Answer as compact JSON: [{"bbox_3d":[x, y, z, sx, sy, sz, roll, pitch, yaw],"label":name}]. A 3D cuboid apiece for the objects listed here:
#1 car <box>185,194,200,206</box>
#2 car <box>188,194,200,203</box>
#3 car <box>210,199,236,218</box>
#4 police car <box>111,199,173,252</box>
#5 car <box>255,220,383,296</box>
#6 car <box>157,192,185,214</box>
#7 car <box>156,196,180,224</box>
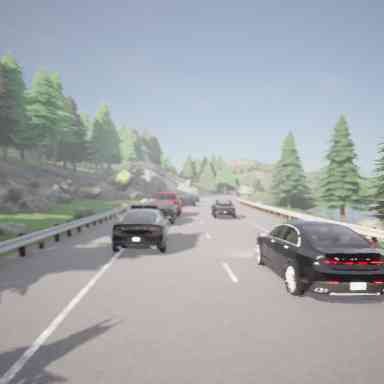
[{"bbox_3d":[-0.406,1.234,47.420,2.128,1.511,4.902,1,0,3],"label":"car"},{"bbox_3d":[0.390,1.148,62.618,1.882,1.535,5.008,1,0,4],"label":"car"},{"bbox_3d":[2.634,1.373,28.635,2.128,1.511,4.902,1,0,0],"label":"car"},{"bbox_3d":[-1.913,1.328,13.496,1.930,1.638,5.238,1,0,-2],"label":"police car"},{"bbox_3d":[2.980,1.497,8.624,1.837,1.490,4.892,1,0,-3],"label":"car"},{"bbox_3d":[-2.051,1.041,29.380,2.150,2.045,5.566,1,0,1],"label":"car"},{"bbox_3d":[-2.088,1.325,23.364,1.882,1.535,5.008,1,0,0],"label":"car"}]
